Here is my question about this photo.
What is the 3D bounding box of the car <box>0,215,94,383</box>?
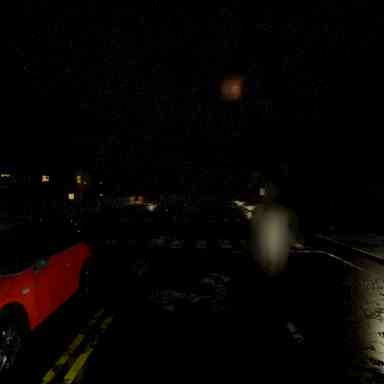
[{"bbox_3d":[-3.215,1.354,5.392,2.097,1.767,4.553,0,0,0],"label":"car"}]

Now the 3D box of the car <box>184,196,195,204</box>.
[{"bbox_3d":[-0.506,1.631,69.091,1.837,1.490,4.892,0,0,4],"label":"car"}]

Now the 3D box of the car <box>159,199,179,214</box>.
[{"bbox_3d":[-2.444,1.604,36.494,1.837,1.490,4.892,0,0,2],"label":"car"}]
